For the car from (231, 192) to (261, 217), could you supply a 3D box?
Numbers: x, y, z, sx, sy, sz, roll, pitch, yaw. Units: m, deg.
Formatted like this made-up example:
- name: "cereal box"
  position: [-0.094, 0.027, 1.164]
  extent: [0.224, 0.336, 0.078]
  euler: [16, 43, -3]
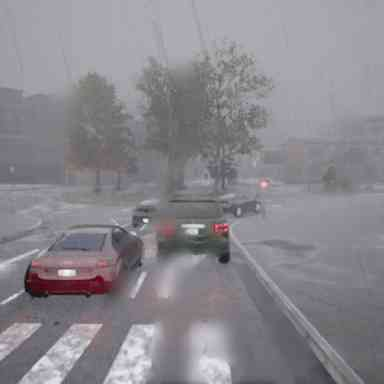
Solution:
- name: "car"
  position: [3.244, 0.787, 23.715]
  extent: [1.837, 1.490, 4.892]
  euler: [4, 6, 37]

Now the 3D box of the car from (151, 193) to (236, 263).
- name: "car"
  position: [0.083, 1.093, 11.731]
  extent: [2.150, 2.045, 5.566]
  euler: [0, 2, 1]

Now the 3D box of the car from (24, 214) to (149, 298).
- name: "car"
  position: [-2.440, 1.510, 8.487]
  extent: [1.994, 1.385, 4.181]
  euler: [0, 1, 0]

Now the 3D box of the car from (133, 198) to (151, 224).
- name: "car"
  position: [-1.983, 1.088, 19.079]
  extent: [1.837, 1.490, 4.892]
  euler: [0, 2, 8]
